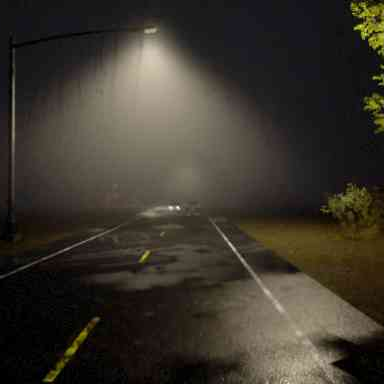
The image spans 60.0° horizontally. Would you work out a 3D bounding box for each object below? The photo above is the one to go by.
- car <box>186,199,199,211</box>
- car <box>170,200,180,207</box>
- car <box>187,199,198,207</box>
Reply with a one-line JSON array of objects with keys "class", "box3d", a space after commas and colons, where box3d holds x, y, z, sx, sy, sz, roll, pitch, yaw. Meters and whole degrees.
[{"class": "car", "box3d": [0.113, 2.133, 49.708, 1.895, 1.301, 4.718, 0, -1, 0]}, {"class": "car", "box3d": [-3.482, 2.319, 67.454, 1.895, 1.301, 4.718, 0, -1, 0]}, {"class": "car", "box3d": [0.119, 2.218, 67.880, 2.128, 1.511, 4.902, 0, -1, 0]}]
